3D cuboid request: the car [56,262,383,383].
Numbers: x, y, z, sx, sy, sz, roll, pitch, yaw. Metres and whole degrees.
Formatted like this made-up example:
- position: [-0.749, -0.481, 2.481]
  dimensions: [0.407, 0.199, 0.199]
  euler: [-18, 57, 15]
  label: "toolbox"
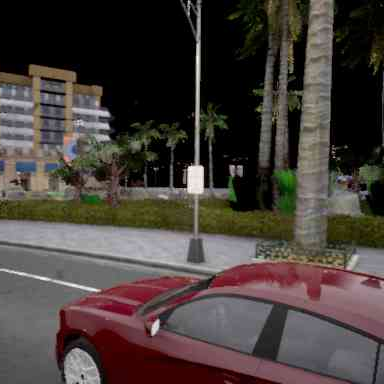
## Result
- position: [0.754, 1.451, 3.154]
  dimensions: [5.008, 1.535, 1.882]
  euler: [1, 1, 35]
  label: "car"
